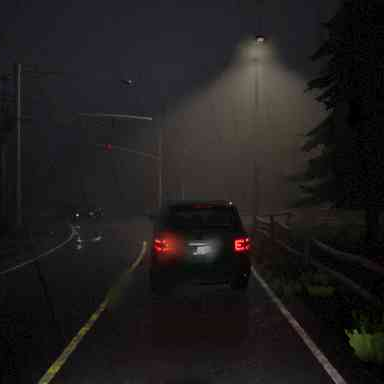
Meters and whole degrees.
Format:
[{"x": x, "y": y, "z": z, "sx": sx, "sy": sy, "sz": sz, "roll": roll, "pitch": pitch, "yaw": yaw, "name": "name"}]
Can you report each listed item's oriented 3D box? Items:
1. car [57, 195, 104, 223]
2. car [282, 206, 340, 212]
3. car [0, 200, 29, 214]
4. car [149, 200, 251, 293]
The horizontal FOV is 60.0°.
[{"x": -8.873, "y": 1.224, "z": 26.050, "sx": 2.150, "sy": 2.045, "sz": 5.566, "roll": 0, "pitch": 0, "yaw": -37, "name": "car"}, {"x": 10.708, "y": 1.627, "z": 30.182, "sx": 4.718, "sy": 1.301, "sz": 1.895, "roll": 0, "pitch": 0, "yaw": 0, "name": "car"}, {"x": -19.809, "y": 1.548, "z": 35.239, "sx": 5.357, "sy": 1.411, "sz": 2.033, "roll": 0, "pitch": 0, "yaw": 24, "name": "car"}, {"x": 0.010, "y": 1.221, "z": 9.105, "sx": 2.150, "sy": 2.045, "sz": 5.566, "roll": 0, "pitch": 0, "yaw": -5, "name": "car"}]
